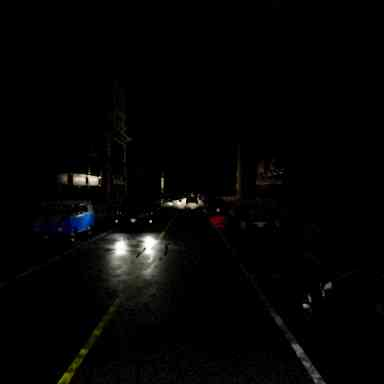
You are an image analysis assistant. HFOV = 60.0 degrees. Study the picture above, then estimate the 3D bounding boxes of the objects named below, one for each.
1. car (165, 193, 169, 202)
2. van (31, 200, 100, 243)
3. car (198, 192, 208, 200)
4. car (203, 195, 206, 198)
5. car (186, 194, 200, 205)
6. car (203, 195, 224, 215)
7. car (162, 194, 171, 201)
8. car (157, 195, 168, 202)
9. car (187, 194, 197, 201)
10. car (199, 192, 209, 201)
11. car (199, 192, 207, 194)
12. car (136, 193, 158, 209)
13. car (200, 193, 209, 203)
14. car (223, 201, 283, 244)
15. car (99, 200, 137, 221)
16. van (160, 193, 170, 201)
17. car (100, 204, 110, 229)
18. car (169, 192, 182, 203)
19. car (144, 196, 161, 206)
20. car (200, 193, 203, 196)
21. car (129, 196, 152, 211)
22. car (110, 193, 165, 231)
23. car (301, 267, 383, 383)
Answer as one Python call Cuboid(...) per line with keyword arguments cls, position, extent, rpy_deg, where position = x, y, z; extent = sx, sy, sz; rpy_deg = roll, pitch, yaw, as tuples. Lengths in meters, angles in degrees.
Cuboid(cls="car", position=(-5.798, 1.281, 60.362), extent=(2.008, 1.369, 4.403), rpy_deg=(0, 0, 0))
Cuboid(cls="van", position=(-5.774, 1.268, 15.268), extent=(1.690, 1.788, 3.998), rpy_deg=(0, 0, 0))
Cuboid(cls="car", position=(2.713, 0.960, 82.915), extent=(2.192, 1.841, 5.009), rpy_deg=(0, 0, 0))
Cuboid(cls="car", position=(2.736, 1.384, 43.463), extent=(1.802, 1.307, 4.206), rpy_deg=(0, 0, 0))
Cuboid(cls="car", position=(0.000, 1.356, 54.353), extent=(1.895, 1.301, 4.718), rpy_deg=(0, 0, 1))
Cuboid(cls="car", position=(2.338, 1.355, 32.161), extent=(1.837, 1.490, 4.892), rpy_deg=(0, 0, 0))
Cuboid(cls="car", position=(-5.808, 1.191, 77.101), extent=(1.752, 1.417, 4.829), rpy_deg=(0, 0, 0))
Cuboid(cls="car", position=(-5.801, 1.289, 65.999), extent=(1.802, 1.307, 4.206), rpy_deg=(0, 0, 0))
Cuboid(cls="car", position=(-0.038, 1.081, 71.718), extent=(2.033, 1.411, 5.357), rpy_deg=(0, 0, 0))
Cuboid(cls="car", position=(2.716, 0.980, 77.278), extent=(2.192, 1.841, 5.009), rpy_deg=(0, 0, 0))
Cuboid(cls="car", position=(2.723, 1.148, 66.008), extent=(1.967, 1.590, 4.097), rpy_deg=(0, 0, 0))
Cuboid(cls="car", position=(-5.790, 1.117, 43.451), extent=(2.192, 1.841, 5.009), rpy_deg=(0, 0, 0))
Cuboid(cls="car", position=(2.730, 1.335, 54.736), extent=(1.802, 1.307, 4.206), rpy_deg=(0, 0, 0))
Cuboid(cls="car", position=(2.751, 1.367, 15.281), extent=(1.967, 1.590, 4.097), rpy_deg=(0, 0, 0))
Cuboid(cls="car", position=(-5.779, 1.426, 26.542), extent=(2.008, 1.369, 4.403), rpy_deg=(0, 0, 0))
Cuboid(cls="van", position=(-5.805, 1.027, 71.634), extent=(1.690, 1.788, 3.998), rpy_deg=(0, 0, 0))
Cuboid(cls="car", position=(-5.776, 1.427, 20.736), extent=(1.752, 1.417, 4.829), rpy_deg=(0, 0, 0))
Cuboid(cls="car", position=(-3.061, 0.948, 61.371), extent=(2.150, 2.045, 5.566), rpy_deg=(0, 0, 1))
Cuboid(cls="car", position=(-5.792, 1.343, 49.089), extent=(1.947, 1.339, 4.313), rpy_deg=(0, 0, 0))
Cuboid(cls="car", position=(2.727, 1.312, 60.372), extent=(1.802, 1.307, 4.206), rpy_deg=(0, 0, 0))
Cuboid(cls="car", position=(-5.786, 1.266, 37.815), extent=(1.967, 1.590, 4.097), rpy_deg=(0, 0, 0))
Cuboid(cls="car", position=(-3.112, 1.125, 20.340), extent=(2.150, 2.045, 5.566), rpy_deg=(0, 0, 0))
Cuboid(cls="car", position=(2.758, 1.546, 4.010), extent=(1.947, 1.339, 4.313), rpy_deg=(0, 0, 0))
